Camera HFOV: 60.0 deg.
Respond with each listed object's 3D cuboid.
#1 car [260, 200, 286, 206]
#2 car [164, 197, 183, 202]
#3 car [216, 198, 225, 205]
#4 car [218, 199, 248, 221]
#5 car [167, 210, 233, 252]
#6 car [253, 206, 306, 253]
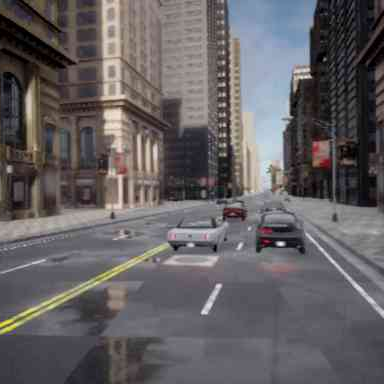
[{"bbox_3d":[6.944,1.481,28.492,2.097,1.767,4.553,-1,-1,13],"label":"car"},{"bbox_3d":[-4.776,2.183,94.238,4.507,1.381,1.887,0,0,12],"label":"car"},{"bbox_3d":[6.173,1.988,69.007,2.033,1.411,5.357,-1,0,13],"label":"car"},{"bbox_3d":[3.873,1.656,29.609,1.882,1.535,5.008,-1,0,13],"label":"car"},{"bbox_3d":[0.453,1.707,14.614,1.895,1.301,4.718,-1,0,13],"label":"car"},{"bbox_3d":[3.669,1.571,14.089,1.837,1.490,4.892,-1,0,13],"label":"car"}]
